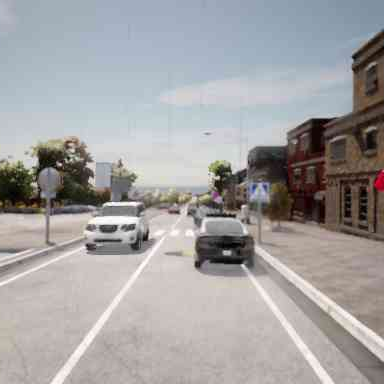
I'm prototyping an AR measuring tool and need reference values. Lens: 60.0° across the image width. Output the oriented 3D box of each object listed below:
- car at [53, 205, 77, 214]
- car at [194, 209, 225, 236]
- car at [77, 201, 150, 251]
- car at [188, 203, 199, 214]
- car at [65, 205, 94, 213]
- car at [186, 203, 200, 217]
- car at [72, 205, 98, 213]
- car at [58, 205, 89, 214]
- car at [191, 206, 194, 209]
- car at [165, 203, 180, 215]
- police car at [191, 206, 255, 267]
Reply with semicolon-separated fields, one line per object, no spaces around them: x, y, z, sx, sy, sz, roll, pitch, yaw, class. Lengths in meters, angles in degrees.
-21.713;3.112;57.728;4.674;1.452;2.002;0;-2;0;car
1.039;1.938;22.090;1.837;1.490;4.892;0;-2;0;car
-3.299;1.469;15.701;2.150;2.045;5.566;0;-1;0;car
0.273;3.040;63.689;2.150;2.045;5.566;0;-2;0;car
-21.682;3.292;64.275;5.008;1.535;2.097;0;-2;0;car
0.201;2.843;49.086;1.837;1.490;4.892;0;-2;0;car
-21.656;3.438;67.420;4.674;1.452;2.002;0;-2;0;car
-21.691;3.183;61.004;4.892;1.521;2.231;0;-2;0;car
1.065;2.138;28.092;1.837;1.490;4.892;0;-2;0;car
-3.076;3.057;56.387;1.882;1.535;5.008;0;-2;1;car
1.026;1.573;12.184;1.930;1.638;5.238;1;0;0;police car
